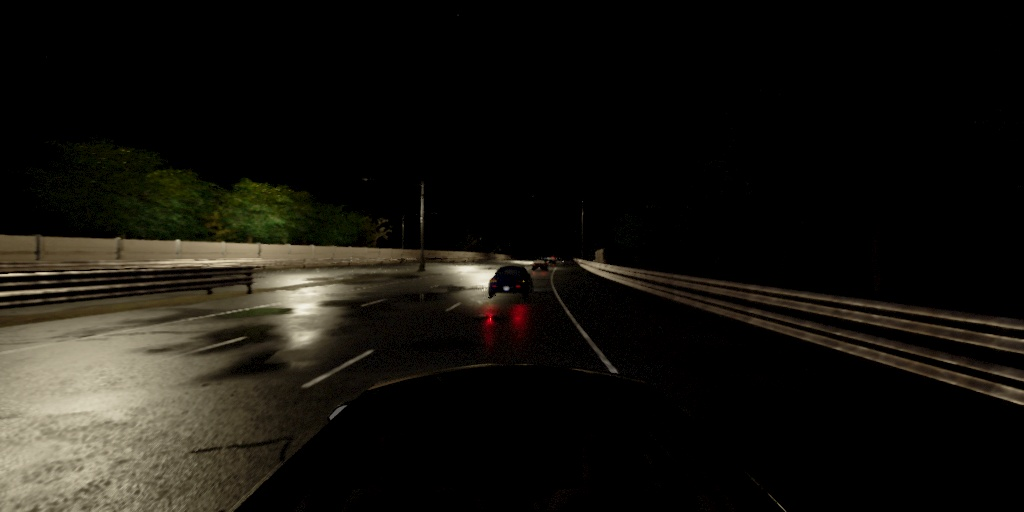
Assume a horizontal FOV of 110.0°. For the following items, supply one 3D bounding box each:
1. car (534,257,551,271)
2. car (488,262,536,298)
[{"bbox_3d":[3.666,1.178,46.307,1.895,1.301,4.718,0,0,8],"label":"car"},{"bbox_3d":[0.007,1.206,17.748,1.812,1.442,4.674,0,0,7],"label":"car"}]
